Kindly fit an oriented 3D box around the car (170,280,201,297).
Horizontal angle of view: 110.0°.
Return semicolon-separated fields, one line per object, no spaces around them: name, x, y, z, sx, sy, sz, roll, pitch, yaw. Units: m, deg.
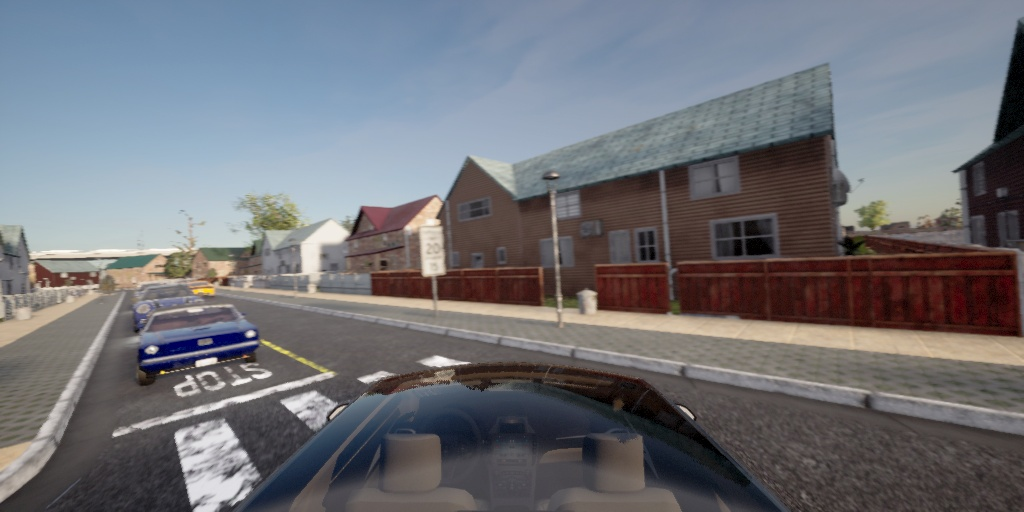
car;-35.478;3.489;38.911;4.902;1.511;2.128;-3;0;43

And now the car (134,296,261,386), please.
car;-7.433;1.823;8.442;1.895;1.301;4.718;-4;0;-45

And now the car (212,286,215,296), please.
car;-27.734;2.988;31.652;5.008;1.535;1.882;-4;0;44

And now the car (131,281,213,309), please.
car;-14.488;2.023;15.158;4.553;1.767;2.097;-4;0;43
